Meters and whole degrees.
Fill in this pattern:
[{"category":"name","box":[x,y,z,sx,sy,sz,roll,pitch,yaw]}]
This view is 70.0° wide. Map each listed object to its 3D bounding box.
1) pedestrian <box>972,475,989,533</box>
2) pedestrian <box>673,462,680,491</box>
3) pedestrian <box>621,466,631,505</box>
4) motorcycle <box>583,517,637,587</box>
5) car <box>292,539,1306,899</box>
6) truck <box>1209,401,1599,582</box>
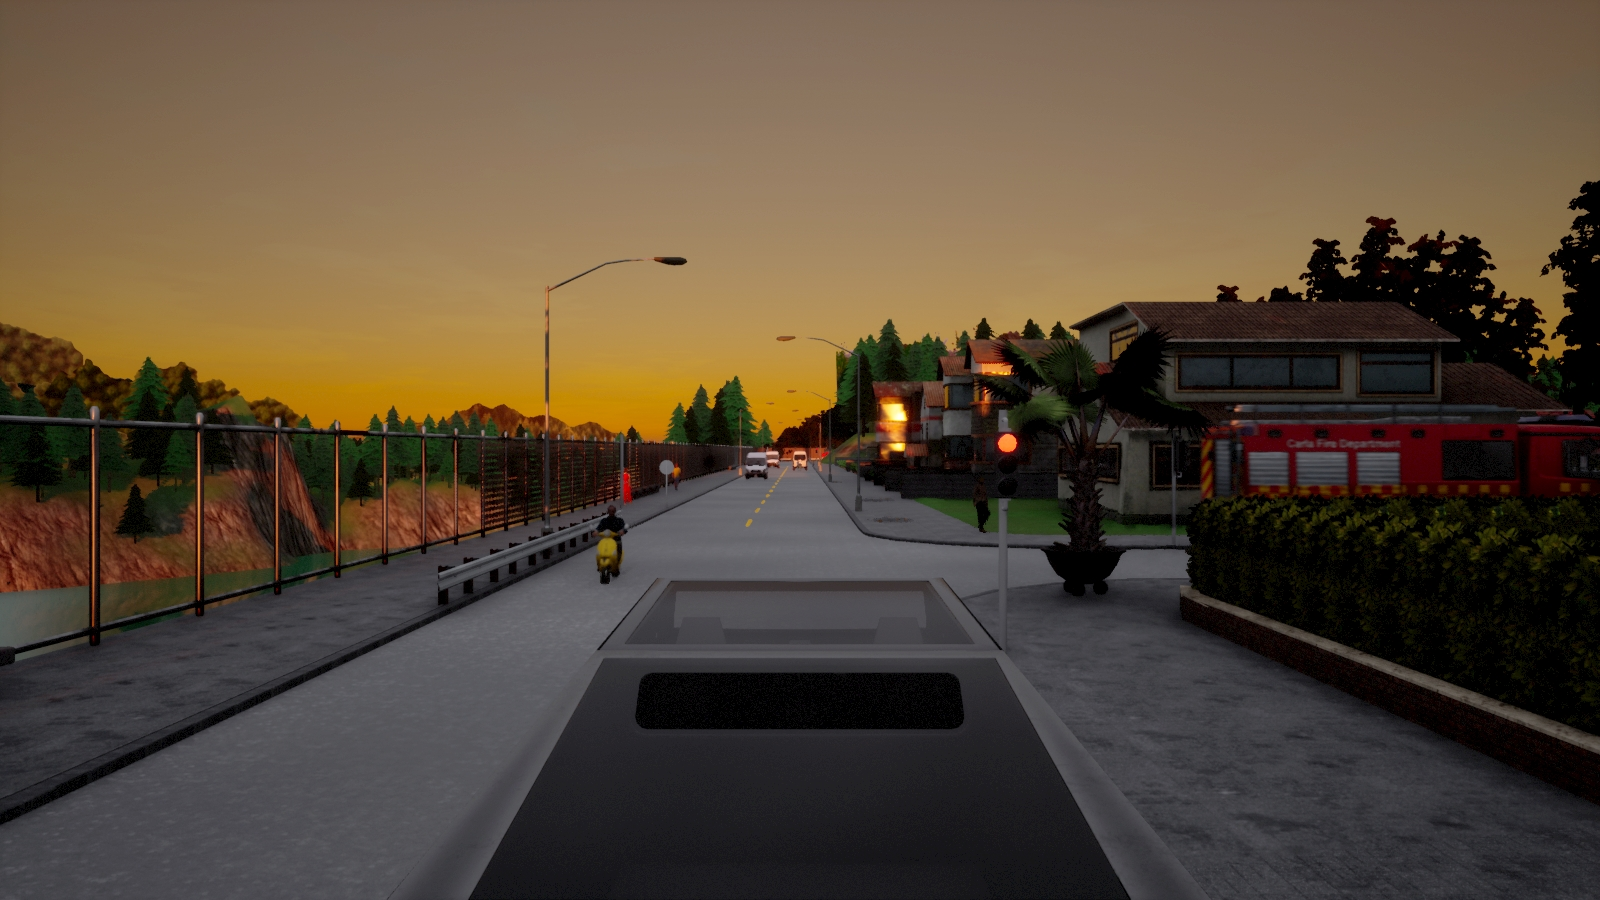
[{"category":"pedestrian","box":[5.781,1.722,36.617,0.375,1.860,0.375,0,0,-28]},{"category":"pedestrian","box":[-7.936,1.719,73.394,0.375,1.860,0.375,0,0,-2]},{"category":"pedestrian","box":[-8.377,1.724,55.078,0.375,1.860,0.375,0,0,8]},{"category":"motorcycle","box":[-4.001,2.132,24.189,0.856,1.316,1.805,0,0,0]},{"category":"car","box":[-0.001,1.751,5.830,2.390,2.098,6.274,0,0,0]},{"category":"truck","box":[13.936,0.880,25.672,8.468,3.827,2.891,0,0,1]}]
